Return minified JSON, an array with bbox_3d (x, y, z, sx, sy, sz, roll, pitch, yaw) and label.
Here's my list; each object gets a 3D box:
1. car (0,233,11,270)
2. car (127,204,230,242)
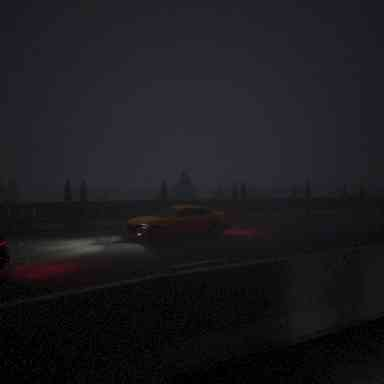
[{"bbox_3d":[-6.878,1.491,7.490,4.892,1.490,1.837,-1,0,-35],"label":"car"},{"bbox_3d":[-0.558,1.373,15.773,5.008,1.535,1.882,-1,0,-30],"label":"car"}]
